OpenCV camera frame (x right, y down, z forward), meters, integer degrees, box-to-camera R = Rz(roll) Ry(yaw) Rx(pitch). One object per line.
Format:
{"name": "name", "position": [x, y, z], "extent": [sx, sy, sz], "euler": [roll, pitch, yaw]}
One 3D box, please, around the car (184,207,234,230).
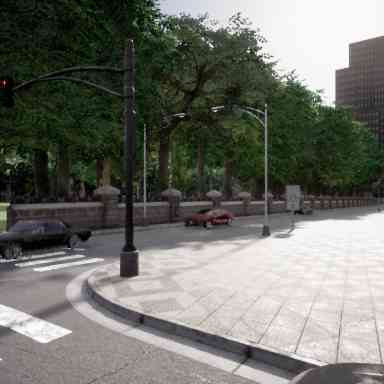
{"name": "car", "position": [1.402, 1.949, 25.435], "extent": [1.882, 1.535, 5.008], "euler": [0, -1, 35]}

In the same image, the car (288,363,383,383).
{"name": "car", "position": [2.371, 1.551, 1.272], "extent": [4.403, 1.369, 2.008], "euler": [0, 0, 36]}

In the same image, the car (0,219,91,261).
{"name": "car", "position": [-6.354, 1.775, 13.319], "extent": [1.895, 1.301, 4.718], "euler": [0, -1, 26]}

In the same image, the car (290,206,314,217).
{"name": "car", "position": [14.577, 2.551, 43.976], "extent": [1.895, 1.301, 4.718], "euler": [0, -1, 36]}
